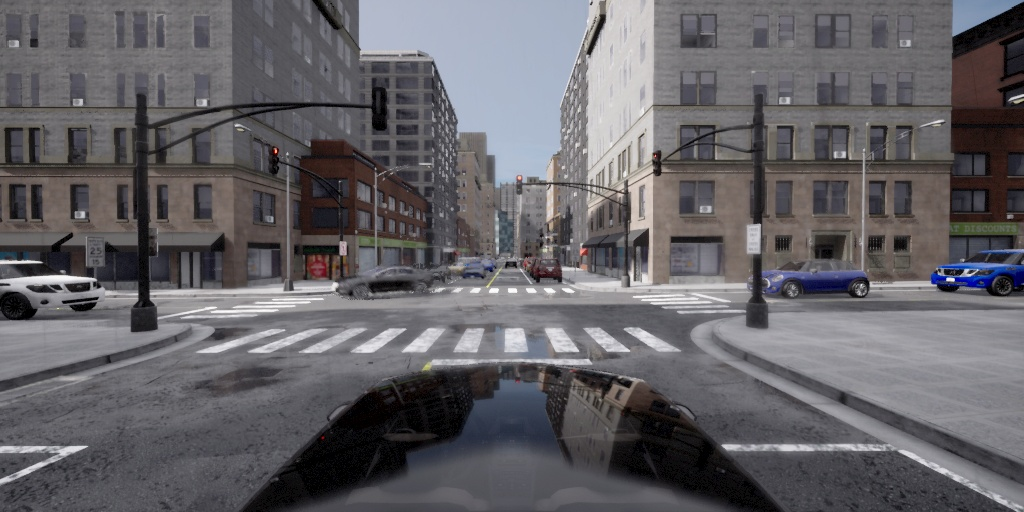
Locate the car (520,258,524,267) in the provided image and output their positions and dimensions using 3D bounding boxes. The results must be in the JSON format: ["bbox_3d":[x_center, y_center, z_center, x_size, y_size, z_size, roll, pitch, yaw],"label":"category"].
[{"bbox_3d":[2.655,1.067,50.501,2.192,1.841,5.009,0,0,0],"label":"car"}]

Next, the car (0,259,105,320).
[{"bbox_3d":[-18.449,1.145,12.986,5.566,2.045,2.150,-1,1,-2],"label":"car"}]

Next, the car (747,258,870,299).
[{"bbox_3d":[13.404,0.938,16.435,4.553,1.767,2.097,-1,1,-1],"label":"car"}]

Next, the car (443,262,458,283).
[{"bbox_3d":[-5.777,1.319,28.121,1.948,1.339,4.313,0,0,0],"label":"car"}]

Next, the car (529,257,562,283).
[{"bbox_3d":[2.749,1.068,28.158,2.192,1.841,5.009,0,0,0],"label":"car"}]

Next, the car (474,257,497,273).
[{"bbox_3d":[-3.266,1.232,44.046,1.882,1.535,5.008,0,0,0],"label":"car"}]

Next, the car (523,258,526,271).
[{"bbox_3d":[2.678,1.279,45.085,1.751,1.417,4.829,0,0,0],"label":"car"}]

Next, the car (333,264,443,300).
[{"bbox_3d":[-6.324,1.250,18.120,4.902,1.511,2.128,0,1,-40],"label":"car"}]

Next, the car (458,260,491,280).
[{"bbox_3d":[-3.220,1.302,31.735,2.033,1.411,5.357,0,0,0],"label":"car"}]

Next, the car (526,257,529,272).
[{"bbox_3d":[2.725,1.069,33.744,2.192,1.841,5.009,0,0,0],"label":"car"}]

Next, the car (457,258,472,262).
[{"bbox_3d":[-5.826,1.280,39.122,1.751,1.417,4.829,0,0,0],"label":"car"}]

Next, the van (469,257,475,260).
[{"bbox_3d":[-5.851,1.095,44.878,1.690,1.789,3.998,0,0,0],"label":"van"}]

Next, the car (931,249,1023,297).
[{"bbox_3d":[22.980,0.708,16.541,5.566,2.045,2.150,-1,1,0],"label":"car"}]

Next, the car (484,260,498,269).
[{"bbox_3d":[-3.293,1.299,57.034,2.033,1.411,5.357,0,0,0],"label":"car"}]

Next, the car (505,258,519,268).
[{"bbox_3d":[-0.156,1.227,60.331,1.882,1.535,5.008,0,0,0],"label":"car"}]
